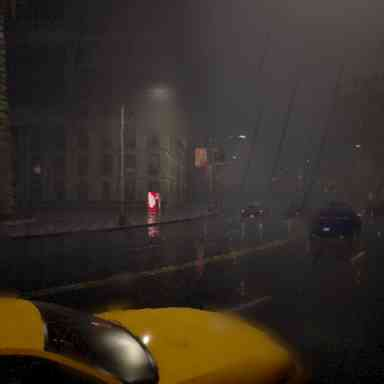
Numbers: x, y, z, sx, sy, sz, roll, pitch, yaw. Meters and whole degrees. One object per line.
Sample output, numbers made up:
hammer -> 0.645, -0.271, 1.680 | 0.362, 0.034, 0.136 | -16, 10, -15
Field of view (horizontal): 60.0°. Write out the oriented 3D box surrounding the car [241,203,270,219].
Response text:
car -> 5.583, 1.634, 29.026 | 1.895, 1.301, 4.718 | 0, 0, 19

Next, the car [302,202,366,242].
car -> 7.192, 1.475, 16.517 | 1.882, 1.535, 5.008 | 0, 0, 33

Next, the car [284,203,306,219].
car -> 8.898, 1.582, 27.901 | 1.994, 1.385, 4.181 | 0, 0, 19

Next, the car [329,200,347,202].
car -> 13.398, 1.498, 30.723 | 1.837, 1.490, 4.892 | 0, 0, 14

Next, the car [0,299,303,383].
car -> -1.457, 1.453, 2.238 | 5.366, 1.575, 1.801 | 0, 0, -35

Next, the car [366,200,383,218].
car -> 16.790, 1.501, 29.861 | 1.837, 1.490, 4.892 | 0, 0, 14
